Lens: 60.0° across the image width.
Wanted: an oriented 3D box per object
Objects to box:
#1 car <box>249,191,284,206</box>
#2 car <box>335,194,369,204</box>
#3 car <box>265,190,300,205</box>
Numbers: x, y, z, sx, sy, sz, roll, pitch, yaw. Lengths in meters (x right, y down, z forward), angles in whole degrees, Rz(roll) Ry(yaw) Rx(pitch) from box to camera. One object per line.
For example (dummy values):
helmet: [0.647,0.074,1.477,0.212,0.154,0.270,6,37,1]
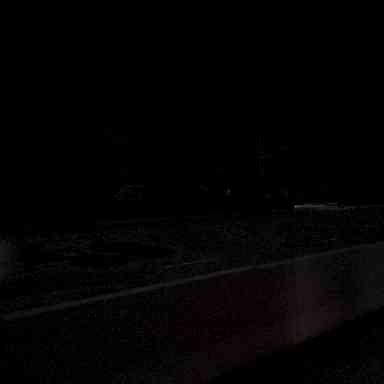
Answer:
car: [9.240,1.012,43.998,1.882,1.535,5.008,-1,1,-35]
car: [21.582,0.938,44.990,1.994,1.385,4.181,-1,1,-36]
car: [12.091,0.704,45.936,2.150,2.045,5.566,-1,1,-39]
